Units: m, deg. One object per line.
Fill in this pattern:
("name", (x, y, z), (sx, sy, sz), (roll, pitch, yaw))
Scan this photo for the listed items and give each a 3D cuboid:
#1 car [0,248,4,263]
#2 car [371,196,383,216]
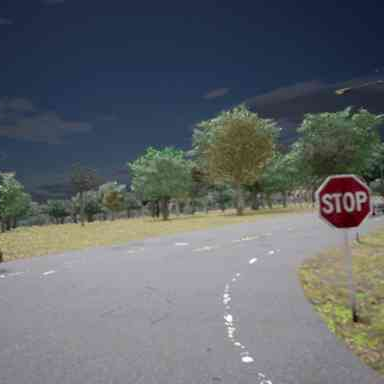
("car", (-9.047, 2.401, 11.304), (1.812, 1.442, 4.674), (-7, -2, 43))
("car", (13.576, 1.075, 25.775), (1.837, 1.490, 4.892), (-8, -4, 42))
